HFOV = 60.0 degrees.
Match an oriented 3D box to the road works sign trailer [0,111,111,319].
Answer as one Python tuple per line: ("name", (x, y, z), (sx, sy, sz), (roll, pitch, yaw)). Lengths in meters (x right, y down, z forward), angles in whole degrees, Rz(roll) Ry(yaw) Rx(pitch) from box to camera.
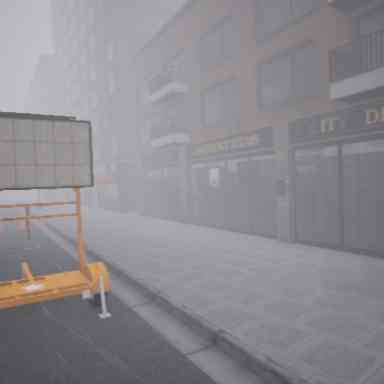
("road works sign trailer", (-3.094, 0.354, 6.235), (2.380, 3.560, 2.880), (-3, 2, -31))
